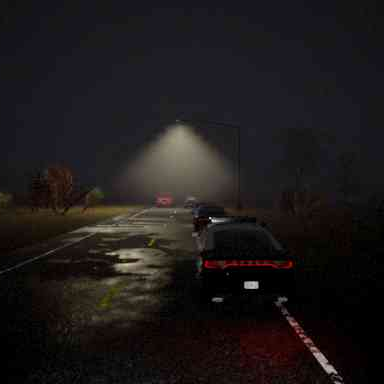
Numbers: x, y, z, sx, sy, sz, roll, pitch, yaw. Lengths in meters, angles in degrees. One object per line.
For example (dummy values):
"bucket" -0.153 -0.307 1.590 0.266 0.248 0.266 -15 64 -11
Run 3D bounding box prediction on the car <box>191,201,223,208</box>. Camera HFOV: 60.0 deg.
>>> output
"car" 1.008 1.488 18.288 1.837 1.490 4.892 0 0 0

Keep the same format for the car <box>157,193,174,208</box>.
"car" -3.609 1.144 46.132 2.150 2.045 5.566 0 0 0

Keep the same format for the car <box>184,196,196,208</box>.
"car" -0.071 1.415 45.792 2.128 1.511 4.902 0 0 0

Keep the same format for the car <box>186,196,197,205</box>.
"car" -0.143 1.407 59.126 1.812 1.442 4.674 0 0 0

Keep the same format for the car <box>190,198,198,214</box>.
"car" 0.995 1.450 24.290 1.882 1.535 5.008 0 0 0

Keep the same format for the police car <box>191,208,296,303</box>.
"police car" 1.031 1.419 8.397 1.930 1.638 5.238 0 0 0
